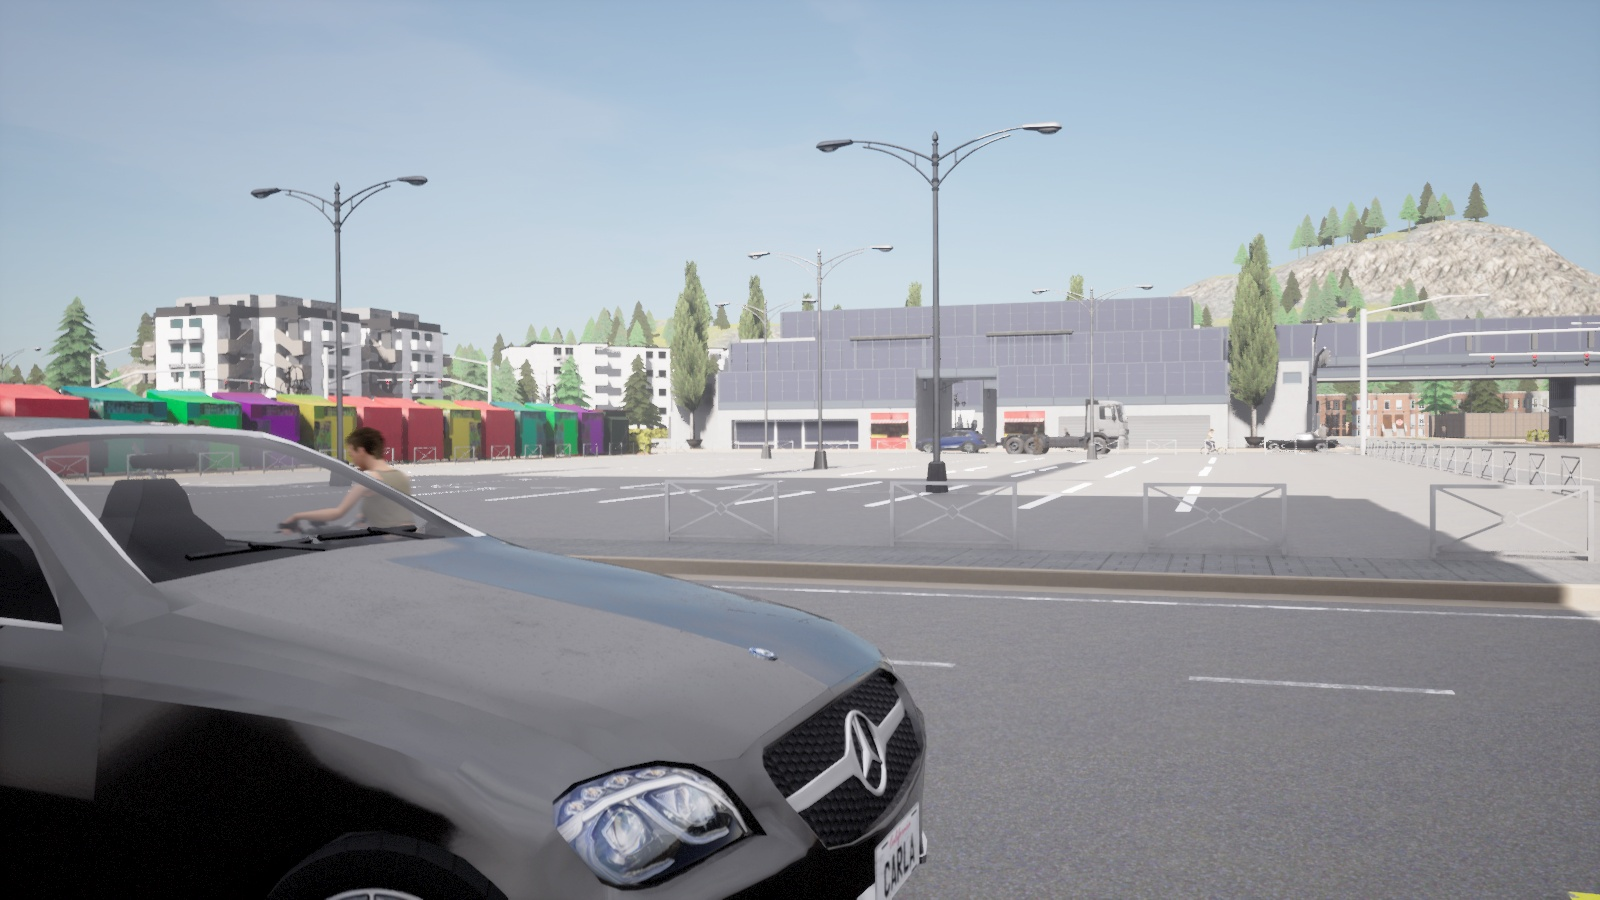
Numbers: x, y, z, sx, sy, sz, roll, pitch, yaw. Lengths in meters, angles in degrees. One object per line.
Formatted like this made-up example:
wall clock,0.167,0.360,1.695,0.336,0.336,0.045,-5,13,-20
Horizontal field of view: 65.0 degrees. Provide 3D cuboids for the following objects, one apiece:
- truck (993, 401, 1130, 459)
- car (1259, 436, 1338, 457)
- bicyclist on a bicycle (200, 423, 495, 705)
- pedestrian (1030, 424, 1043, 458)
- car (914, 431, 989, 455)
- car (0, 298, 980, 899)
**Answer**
truck,16.178,-1.261,77.664,7.936,3.462,2.891,0,1,20
car,32.837,-0.229,82.816,4.718,1.301,1.895,0,1,19
bicyclist on a bicycle,-2.799,0.640,7.821,1.509,1.612,0.866,0,1,19
pedestrian,13.570,-0.539,71.989,0.692,1.930,0.395,0,1,0
car,10.536,-0.506,87.252,4.856,1.649,2.033,0,1,20
car,-2.138,0.543,3.909,5.027,1.651,2.152,0,1,19
